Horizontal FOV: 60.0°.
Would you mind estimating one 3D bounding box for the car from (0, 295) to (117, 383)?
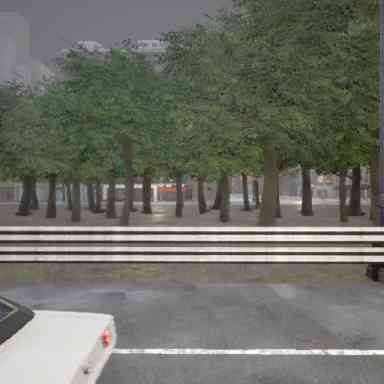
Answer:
[{"bbox_3d":[-3.221,1.601,2.973,4.718,1.301,1.895,0,0,1],"label":"car"}]
